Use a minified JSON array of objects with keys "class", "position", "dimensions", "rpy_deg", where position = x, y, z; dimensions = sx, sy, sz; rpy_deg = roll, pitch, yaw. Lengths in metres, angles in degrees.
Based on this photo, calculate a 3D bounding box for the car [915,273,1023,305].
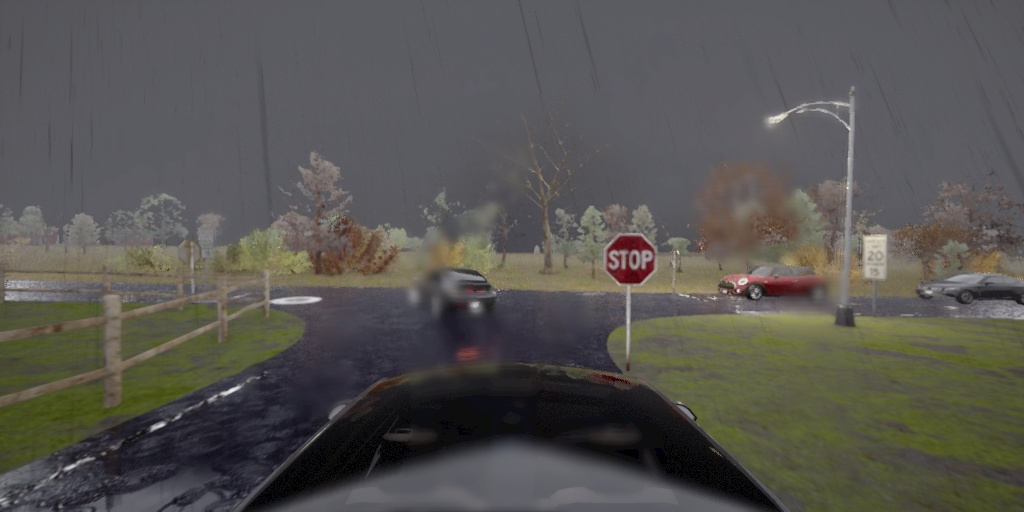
[{"class":"car","position":[23.111,1.582,17.873],"dimensions":[4.674,1.442,1.812],"rpy_deg":[1,1,0]}]

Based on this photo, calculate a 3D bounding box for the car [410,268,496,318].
[{"class":"car","position":[-2.212,1.172,12.747],"dimensions":[1.837,1.490,4.892],"rpy_deg":[1,1,-28]}]

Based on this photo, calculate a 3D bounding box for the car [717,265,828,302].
[{"class":"car","position":[12.814,1.225,17.845],"dimensions":[4.553,1.767,2.097],"rpy_deg":[1,1,-1]}]
